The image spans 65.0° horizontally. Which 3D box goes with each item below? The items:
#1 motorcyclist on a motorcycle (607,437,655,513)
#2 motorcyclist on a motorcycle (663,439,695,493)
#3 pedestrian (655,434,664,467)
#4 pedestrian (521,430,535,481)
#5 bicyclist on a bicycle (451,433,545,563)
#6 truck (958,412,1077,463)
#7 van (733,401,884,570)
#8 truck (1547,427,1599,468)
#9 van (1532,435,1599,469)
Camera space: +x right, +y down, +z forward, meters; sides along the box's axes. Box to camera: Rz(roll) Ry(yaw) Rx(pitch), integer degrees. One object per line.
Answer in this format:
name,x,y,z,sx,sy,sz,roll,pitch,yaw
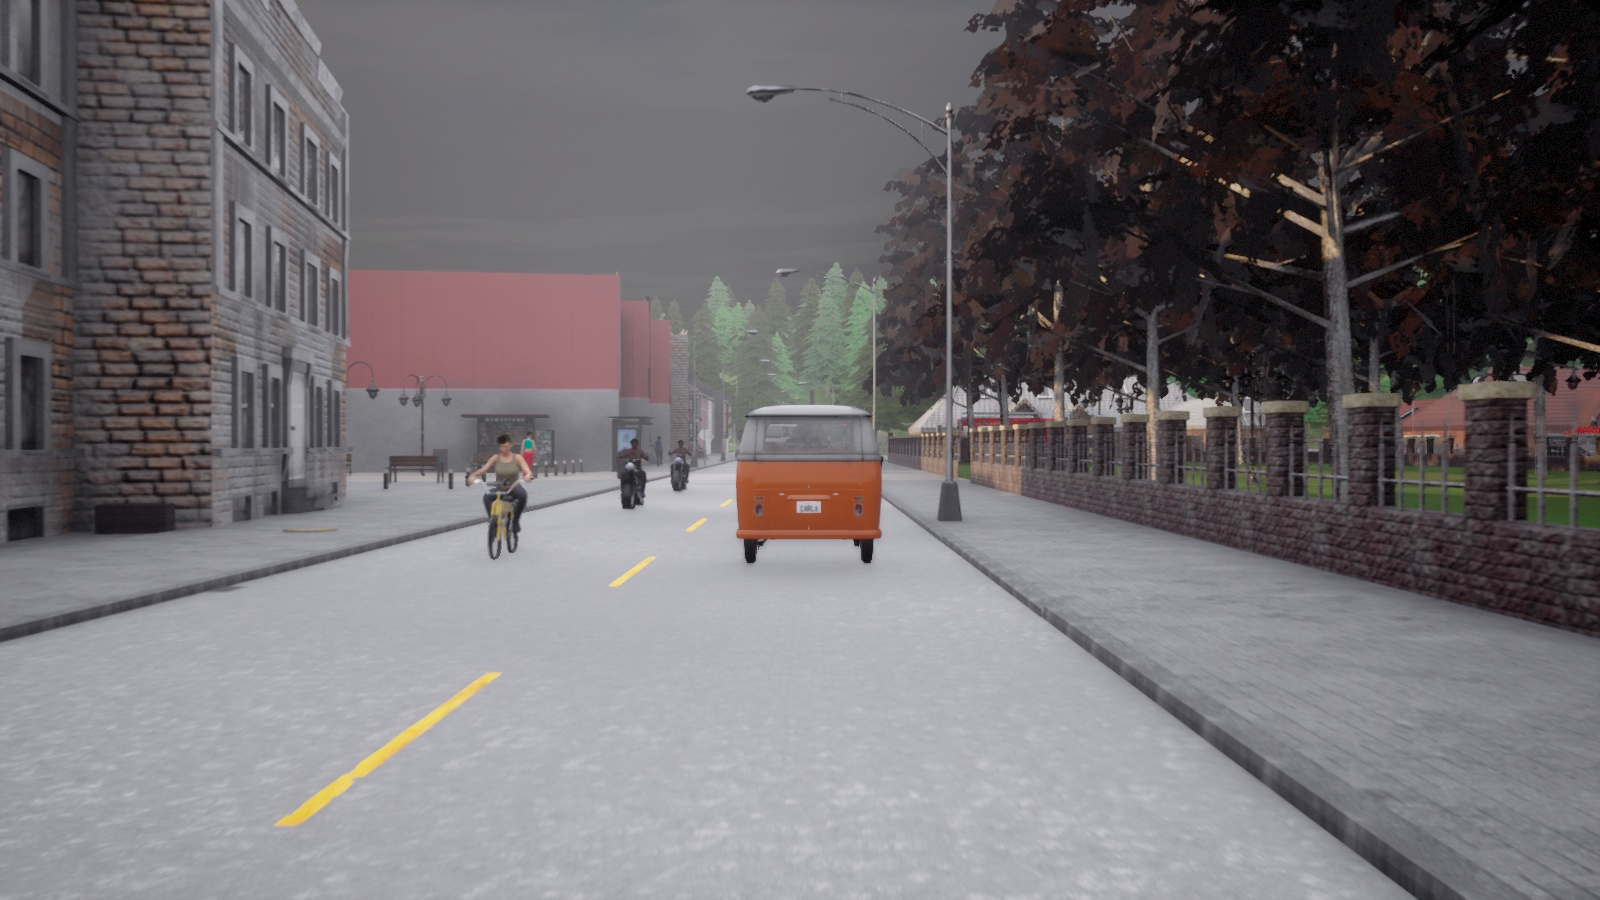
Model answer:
motorcyclist on a motorcycle,-3.824,0.532,28.637,0.766,1.649,2.350,0,0,0
motorcyclist on a motorcycle,-3.763,0.473,39.127,0.766,1.649,2.350,0,0,0
pedestrian,-8.288,0.033,73.967,0.396,1.930,0.692,0,0,6
pedestrian,-9.847,0.192,45.441,0.345,1.836,0.594,0,0,6
bicyclist on a bicycle,-3.896,0.588,16.329,0.866,1.612,1.509,0,0,0
truck,16.350,-0.939,94.699,8.468,3.827,2.891,0,0,-1
van,0.112,0.403,17.016,1.775,1.987,4.442,0,0,0
truck,49.812,-0.146,78.964,2.627,2.467,5.204,0,0,0
van,45.747,0.115,74.647,1.775,1.987,4.442,0,0,-1
